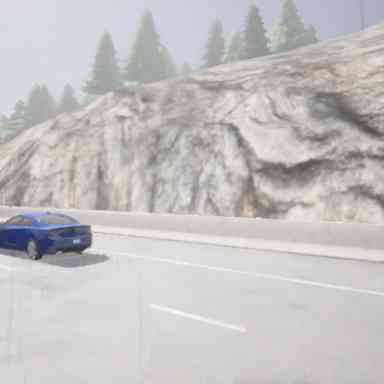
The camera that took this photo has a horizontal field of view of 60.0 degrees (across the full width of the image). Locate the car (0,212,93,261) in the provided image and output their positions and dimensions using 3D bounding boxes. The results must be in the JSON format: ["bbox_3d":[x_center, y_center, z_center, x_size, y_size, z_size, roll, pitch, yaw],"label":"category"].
[{"bbox_3d":[-5.833,1.487,12.466,5.008,1.535,1.882,0,0,35],"label":"car"}]
